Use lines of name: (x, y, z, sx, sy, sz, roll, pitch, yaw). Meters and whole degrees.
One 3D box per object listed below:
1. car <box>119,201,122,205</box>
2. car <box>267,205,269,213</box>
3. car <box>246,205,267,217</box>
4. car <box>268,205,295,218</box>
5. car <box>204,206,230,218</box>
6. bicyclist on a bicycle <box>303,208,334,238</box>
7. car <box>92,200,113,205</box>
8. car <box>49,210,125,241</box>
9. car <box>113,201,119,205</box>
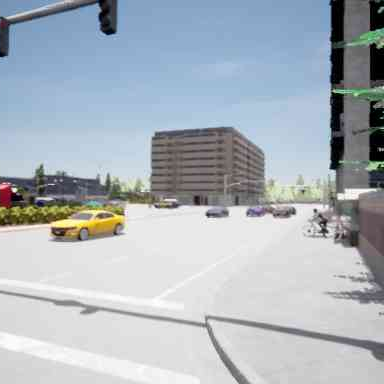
car: (-14.914, 2.650, 63.914, 3.806, 1.475, 1.970, 0, -1, 22)
car: (12.199, 2.817, 54.176, 1.812, 1.442, 4.674, 0, -1, 22)
car: (8.466, 2.565, 44.664, 1.812, 1.442, 4.674, 0, -1, 22)
car: (11.713, 2.594, 43.361, 2.033, 1.411, 5.357, 0, -1, 22)
car: (3.215, 2.452, 41.280, 2.033, 1.411, 5.357, 0, -1, 22)
bicyclist on a bicycle: (7.094, 1.751, 18.689, 1.656, 1.620, 0.582, 0, -1, 22)
car: (-16.965, 2.271, 58.734, 4.605, 1.855, 1.932, 0, -1, 22)
car: (-5.752, 1.786, 18.821, 1.882, 1.535, 5.008, 0, -1, 22)
car: (-16.004, 2.547, 61.233, 3.905, 1.438, 1.784, 0, -1, 22)
